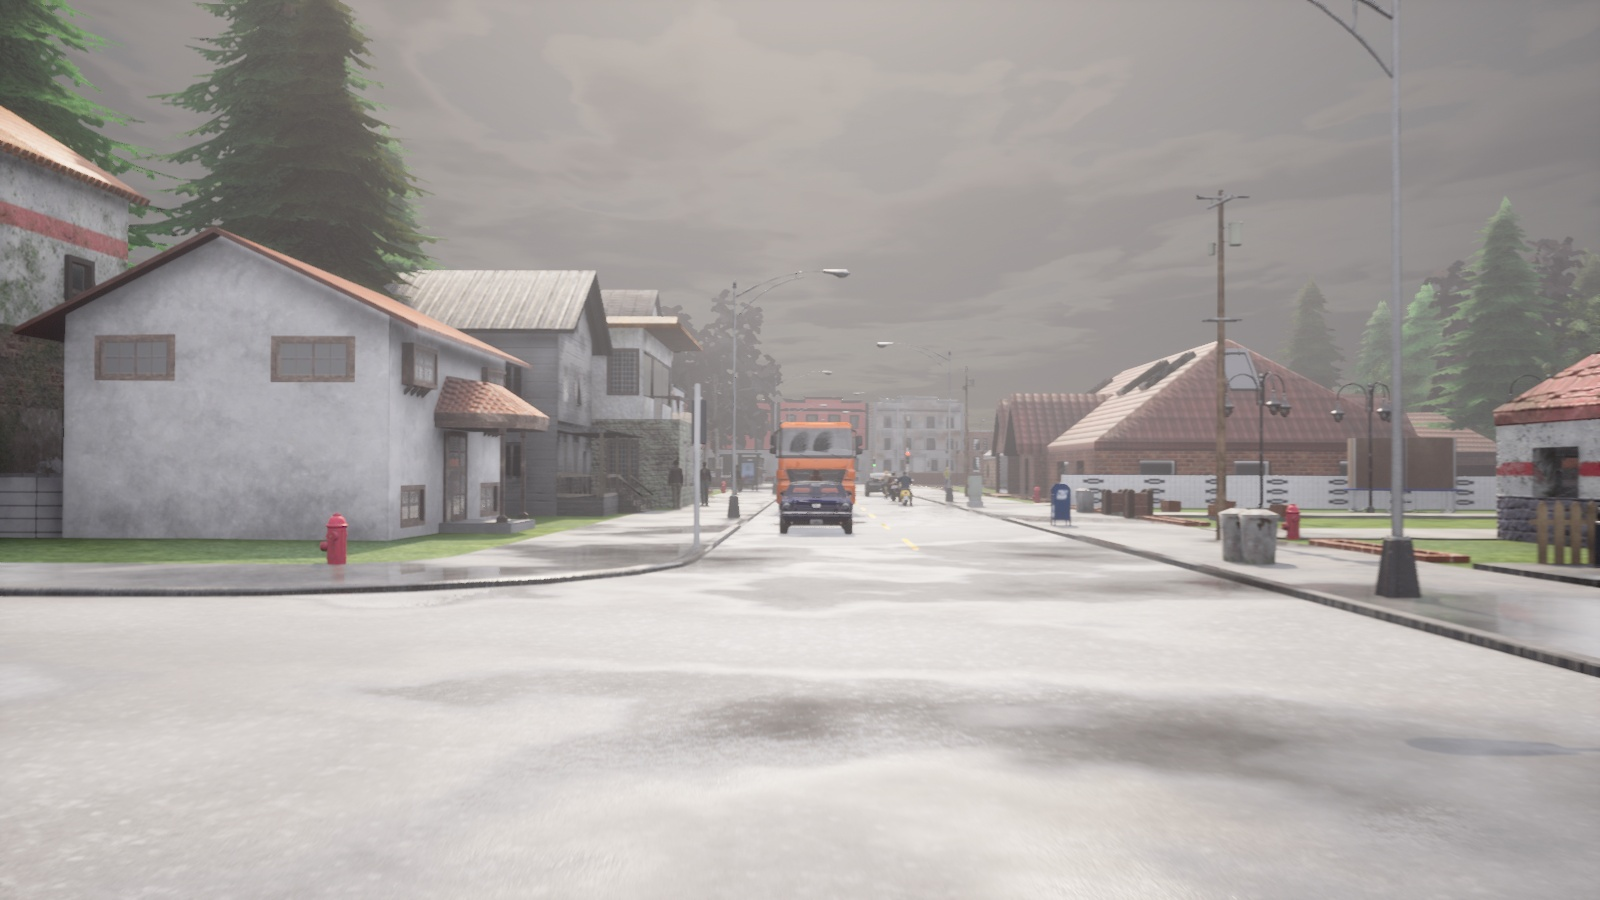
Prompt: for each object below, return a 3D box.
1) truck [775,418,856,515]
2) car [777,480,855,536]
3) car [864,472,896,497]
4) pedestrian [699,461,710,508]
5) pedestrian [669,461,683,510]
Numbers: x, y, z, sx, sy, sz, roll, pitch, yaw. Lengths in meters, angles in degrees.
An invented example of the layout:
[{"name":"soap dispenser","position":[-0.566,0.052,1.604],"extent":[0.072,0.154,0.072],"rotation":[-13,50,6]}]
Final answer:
[{"name":"truck","position":[0.612,0.650,48.951],"extent":[2.891,3.462,7.936],"rotation":[0,-1,1]},{"name":"car","position":[0.410,1.463,32.822],"extent":[1.895,1.301,4.718],"rotation":[0,-1,0]},{"name":"car","position":[4.971,2.113,78.479],"extent":[1.837,1.490,4.892],"rotation":[0,-1,1]},{"name":"pedestrian","position":[-3.973,1.414,52.143],"extent":[0.402,1.930,0.666],"rotation":[0,-1,0]},{"name":"pedestrian","position":[-4.701,1.341,47.614],"extent":[0.431,1.840,0.703],"rotation":[0,-1,-1]}]
